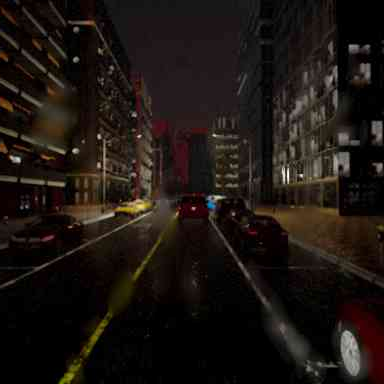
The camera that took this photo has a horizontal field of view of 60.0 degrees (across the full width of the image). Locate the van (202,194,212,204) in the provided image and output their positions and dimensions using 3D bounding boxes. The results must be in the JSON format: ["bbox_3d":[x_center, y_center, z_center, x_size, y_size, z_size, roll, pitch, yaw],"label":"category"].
[{"bbox_3d":[2.714,1.315,62.684,1.690,1.788,3.998,1,0,0],"label":"van"}]

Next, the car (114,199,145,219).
[{"bbox_3d":[-5.672,1.514,29.436,1.752,1.417,4.829,1,0,0],"label":"car"}]

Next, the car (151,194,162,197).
[{"bbox_3d":[-5.666,1.294,51.651,2.192,1.841,5.009,1,0,0],"label":"car"}]

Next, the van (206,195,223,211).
[{"bbox_3d":[2.712,1.324,40.652,1.690,1.788,3.998,1,0,0],"label":"van"}]

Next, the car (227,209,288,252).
[{"bbox_3d":[2.705,1.576,13.593,1.802,1.307,4.206,1,0,0],"label":"car"}]

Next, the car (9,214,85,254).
[{"bbox_3d":[-5.642,1.577,13.490,1.802,1.307,4.206,1,0,0],"label":"car"}]

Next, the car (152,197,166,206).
[{"bbox_3d":[-5.669,1.522,57.162,1.887,1.381,4.507,1,0,0],"label":"car"}]

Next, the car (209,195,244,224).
[{"bbox_3d":[2.711,1.305,24.128,2.192,1.841,5.009,1,0,0],"label":"car"}]

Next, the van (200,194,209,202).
[{"bbox_3d":[2.715,1.311,73.701,1.690,1.788,3.998,1,0,0],"label":"van"}]

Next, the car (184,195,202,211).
[{"bbox_3d":[0.104,1.336,42.124,2.097,1.767,4.553,0,0,0],"label":"car"}]

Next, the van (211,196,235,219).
[{"bbox_3d":[2.711,1.329,29.636,1.690,1.788,3.998,1,0,0],"label":"van"}]

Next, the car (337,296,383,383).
[{"bbox_3d":[2.705,1.544,2.498,1.887,1.381,4.507,1,0,0],"label":"car"}]

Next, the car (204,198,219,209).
[{"bbox_3d":[2.708,1.563,46.160,1.802,1.307,4.206,1,0,0],"label":"car"}]

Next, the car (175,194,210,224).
[{"bbox_3d":[0.101,1.210,24.984,2.150,2.045,5.566,0,0,0],"label":"car"}]

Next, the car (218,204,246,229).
[{"bbox_3d":[2.705,1.574,18.621,1.802,1.307,4.206,1,0,0],"label":"car"}]

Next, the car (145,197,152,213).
[{"bbox_3d":[-5.672,1.511,34.948,1.752,1.417,4.829,1,0,0],"label":"car"}]

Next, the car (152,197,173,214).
[{"bbox_3d":[-3.094,1.532,36.149,2.033,1.411,5.357,0,0,0],"label":"car"}]
